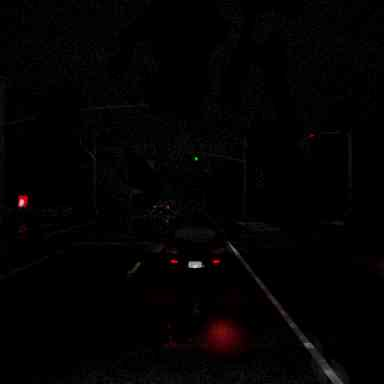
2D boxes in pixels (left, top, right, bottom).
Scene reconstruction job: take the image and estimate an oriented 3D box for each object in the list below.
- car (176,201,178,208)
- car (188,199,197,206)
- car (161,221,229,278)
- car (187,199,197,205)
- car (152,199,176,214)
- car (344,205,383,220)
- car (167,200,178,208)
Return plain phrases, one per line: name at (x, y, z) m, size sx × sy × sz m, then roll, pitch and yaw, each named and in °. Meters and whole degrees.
car at (-3.588, 2.076, 51.030) m, size 1.812 × 1.442 × 4.674 m, roll 0°, pitch -1°, yaw 0°
car at (0.029, 2.347, 69.584) m, size 1.895 × 1.301 × 4.718 m, roll 0°, pitch -1°, yaw 0°
car at (0.090, 1.640, 10.434) m, size 1.812 × 1.442 × 4.674 m, roll 0°, pitch -1°, yaw 0°
car at (0.008, 2.385, 79.694) m, size 2.128 × 1.511 × 4.902 m, roll 0°, pitch -1°, yaw 0°
car at (-3.588, 1.797, 41.199) m, size 2.097 × 1.767 × 4.553 m, roll 0°, pitch -1°, yaw 2°
car at (15.541, 1.826, 27.478) m, size 5.357 × 1.411 × 2.033 m, roll 0°, pitch -1°, yaw -7°
car at (-3.558, 2.185, 61.106) m, size 1.812 × 1.442 × 4.674 m, roll 0°, pitch -1°, yaw 1°
